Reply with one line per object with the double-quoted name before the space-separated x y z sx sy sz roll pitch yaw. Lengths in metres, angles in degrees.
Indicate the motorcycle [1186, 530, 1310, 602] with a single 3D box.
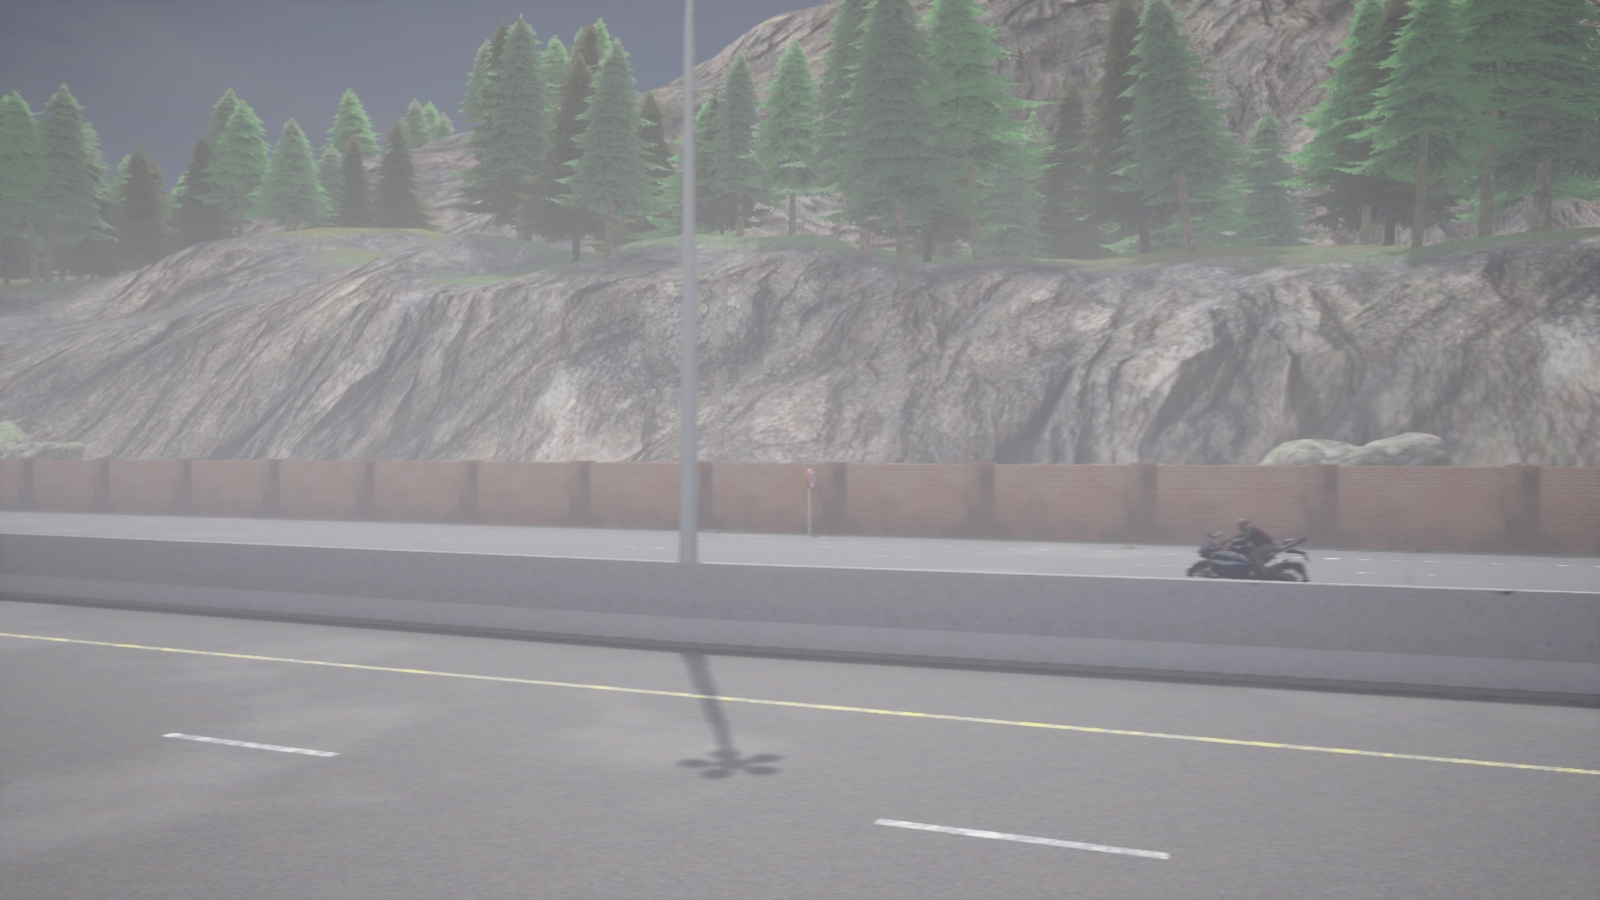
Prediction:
"motorcycle" 8.709 2.231 22.263 2.209 1.251 0.867 0 -1 21
